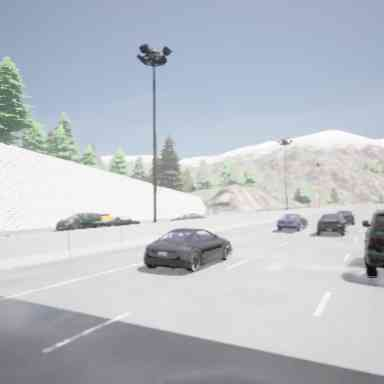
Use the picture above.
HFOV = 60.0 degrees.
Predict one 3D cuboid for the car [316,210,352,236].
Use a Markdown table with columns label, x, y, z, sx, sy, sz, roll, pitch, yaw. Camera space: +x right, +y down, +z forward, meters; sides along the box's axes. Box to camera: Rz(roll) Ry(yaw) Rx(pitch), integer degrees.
| label | x | y | z | sx | sy | sz | roll | pitch | yaw |
| --- | --- | --- | --- | --- | --- | --- | --- | --- | --- |
| car | 10.363 | 2.345 | 24.419 | 1.837 | 1.490 | 4.892 | -2 | -2 | 29 |

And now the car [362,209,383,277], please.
| label | x | y | z | sx | sy | sz | roll | pitch | yaw |
| --- | --- | --- | --- | --- | --- | --- | --- | --- | --- |
| car | 7.033 | 1.582 | 11.121 | 2.150 | 2.045 | 5.566 | -2 | -3 | 29 |

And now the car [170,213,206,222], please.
| label | x | y | z | sx | sy | sz | roll | pitch | yaw |
| --- | --- | --- | --- | --- | --- | --- | --- | --- | --- |
| car | -0.280 | 2.903 | 34.463 | 2.033 | 1.411 | 5.357 | -2 | -3 | 29 |

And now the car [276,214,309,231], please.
| label | x | y | z | sx | sy | sz | roll | pitch | yaw |
| --- | --- | --- | --- | --- | --- | --- | --- | --- | --- |
| car | 8.726 | 2.572 | 28.699 | 2.033 | 1.411 | 5.357 | -2 | -3 | 29 |

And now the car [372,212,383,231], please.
| label | x | y | z | sx | sy | sz | roll | pitch | yaw |
| --- | --- | --- | --- | --- | --- | --- | --- | --- | --- |
| car | 16.758 | 2.481 | 28.786 | 2.033 | 1.411 | 5.357 | -2 | -3 | 29 |

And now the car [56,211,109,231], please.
| label | x | y | z | sx | sy | sz | roll | pitch | yaw |
| --- | --- | --- | --- | --- | --- | --- | --- | --- | --- |
| car | -10.291 | 2.684 | 30.834 | 2.097 | 1.767 | 4.553 | -2 | -3 | 29 |

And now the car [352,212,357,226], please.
| label | x | y | z | sx | sy | sz | roll | pitch | yaw |
| --- | --- | --- | --- | --- | --- | --- | --- | --- | --- |
| car | 15.950 | 2.675 | 34.576 | 1.837 | 1.490 | 4.892 | -2 | -2 | 29 |

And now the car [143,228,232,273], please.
| label | x | y | z | sx | sy | sz | roll | pitch | yaw |
| --- | --- | --- | --- | --- | --- | --- | --- | --- | --- |
| car | -0.014 | 2.074 | 12.806 | 1.994 | 1.385 | 4.181 | -2 | -3 | 29 |

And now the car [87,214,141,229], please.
| label | x | y | z | sx | sy | sz | roll | pitch | yaw |
| --- | --- | --- | --- | --- | --- | --- | --- | --- | --- |
| car | -6.769 | 2.857 | 29.963 | 1.895 | 1.301 | 4.718 | -2 | -3 | 29 |

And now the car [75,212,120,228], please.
| label | x | y | z | sx | sy | sz | roll | pitch | yaw |
| --- | --- | --- | --- | --- | --- | --- | --- | --- | --- |
| car | -10.534 | 3.076 | 37.619 | 1.882 | 1.535 | 5.008 | -2 | -3 | 29 |
